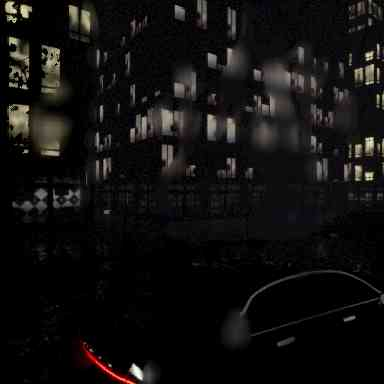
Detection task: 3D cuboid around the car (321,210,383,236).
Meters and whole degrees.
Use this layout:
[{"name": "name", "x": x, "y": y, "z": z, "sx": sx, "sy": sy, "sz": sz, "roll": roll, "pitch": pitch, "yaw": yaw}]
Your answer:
[{"name": "car", "x": 8.140, "y": 1.563, "z": 16.226, "sx": 4.313, "sy": 1.339, "sz": 1.947, "roll": 0, "pitch": 0, "yaw": -36}]

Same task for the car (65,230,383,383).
[{"name": "car", "x": 1.061, "y": 1.504, "z": 4.073, "sx": 4.892, "sy": 1.490, "sz": 1.837, "roll": 0, "pitch": 0, "yaw": -35}]
